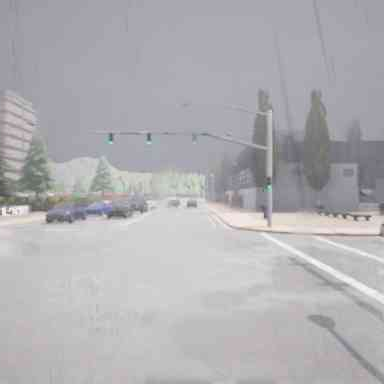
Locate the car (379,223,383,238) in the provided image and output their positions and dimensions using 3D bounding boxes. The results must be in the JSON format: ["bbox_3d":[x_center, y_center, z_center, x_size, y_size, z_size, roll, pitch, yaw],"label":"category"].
[{"bbox_3d":[11.546,1.668,15.833,4.902,1.511,2.128,0,-1,-1],"label":"car"}]

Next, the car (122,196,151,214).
[{"bbox_3d":[-7.079,1.698,42.907,2.150,2.045,5.566,0,-1,0],"label":"car"}]

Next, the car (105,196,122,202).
[{"bbox_3d":[-10.590,1.864,46.127,2.097,1.767,4.553,0,-1,0],"label":"car"}]

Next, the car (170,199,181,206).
[{"bbox_3d":[-3.507,2.199,71.339,1.994,1.385,4.181,0,-1,0],"label":"car"}]

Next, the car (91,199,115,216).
[{"bbox_3d":[-10.594,1.895,37.611,1.882,1.535,5.008,0,-1,0],"label":"car"}]

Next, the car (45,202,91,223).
[{"bbox_3d":[-10.660,1.669,28.478,2.097,1.767,4.553,0,-1,2],"label":"car"}]

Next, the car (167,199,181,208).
[{"bbox_3d":[-3.506,2.181,60.969,1.837,1.490,4.892,0,-1,0],"label":"car"}]

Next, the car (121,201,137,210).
[{"bbox_3d":[-10.565,2.185,56.009,1.994,1.385,4.181,0,-1,0],"label":"car"}]

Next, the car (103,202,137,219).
[{"bbox_3d":[-7.087,1.969,33.166,1.895,1.301,4.718,0,-1,0],"label":"car"}]

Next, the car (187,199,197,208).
[{"bbox_3d":[-0.006,2.154,60.970,1.882,1.535,5.008,0,-1,0],"label":"car"}]

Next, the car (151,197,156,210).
[{"bbox_3d":[-7.063,1.816,53.563,2.150,2.045,5.566,0,-1,1],"label":"car"}]

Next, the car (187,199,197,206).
[{"bbox_3d":[-0.007,2.199,71.340,1.994,1.385,4.181,0,-1,0],"label":"car"}]
